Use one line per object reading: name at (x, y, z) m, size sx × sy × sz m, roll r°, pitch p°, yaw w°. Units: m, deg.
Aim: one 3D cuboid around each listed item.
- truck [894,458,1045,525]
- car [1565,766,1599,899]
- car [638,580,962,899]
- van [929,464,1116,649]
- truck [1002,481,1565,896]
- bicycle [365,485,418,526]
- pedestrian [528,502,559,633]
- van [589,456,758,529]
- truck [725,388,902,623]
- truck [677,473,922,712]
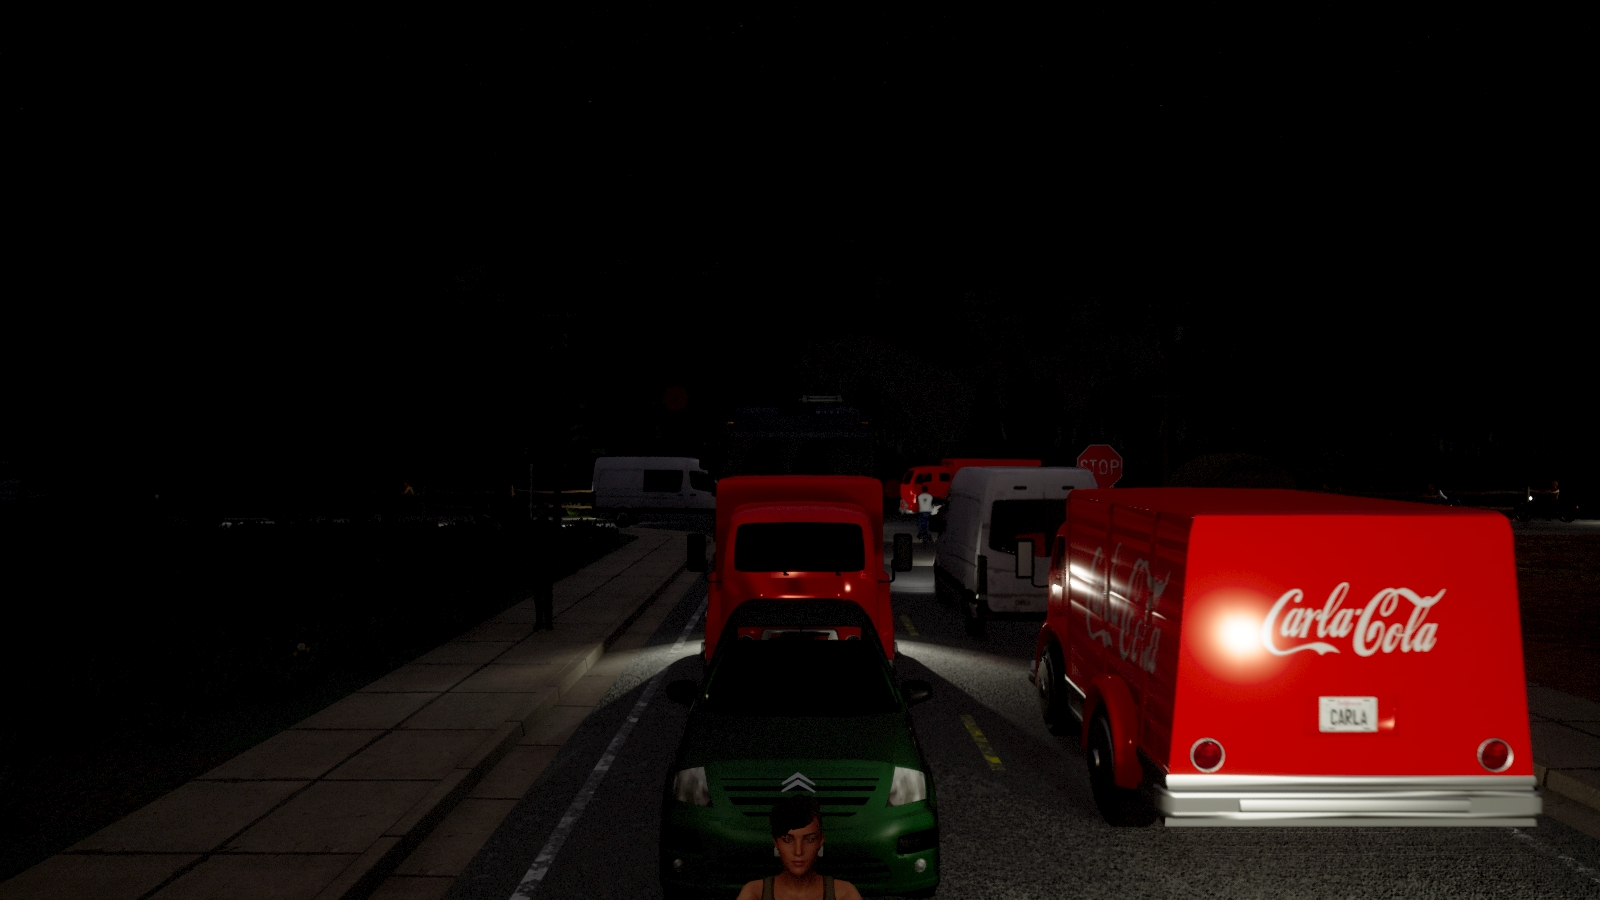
truck at (6.484, 1.565, 44.114) m, size 5.204 × 2.467 × 2.627 m, roll 0°, pitch 0°, yaw -9°
car at (3.531, 1.908, 1.433) m, size 2.097 × 1.767 × 4.553 m, roll 0°, pitch 0°, yaw 0°
car at (-0.002, 2.006, 8.512) m, size 1.851 × 1.617 × 3.988 m, roll 0°, pitch 0°, yaw 0°
van at (3.511, 1.547, 19.235) m, size 1.988 × 2.561 × 5.915 m, roll 0°, pitch 0°, yaw 0°
truck at (3.499, 1.575, 9.791) m, size 2.627 × 2.467 × 5.204 m, roll 0°, pitch 0°, yaw 0°
bicycle at (-15.091, 2.051, 42.196) m, size 1.835 × 1.471 × 0.329 m, roll 0°, pitch 0°, yaw 3°
pedestrian at (-3.745, 1.705, 16.680) m, size 0.375 × 1.860 × 0.375 m, roll 0°, pitch 0°, yaw -1°
van at (-4.551, 1.528, 41.697) m, size 5.915 × 2.561 × 1.988 m, roll 0°, pitch 0°, yaw 3°
truck at (0.198, 0.905, 22.882) m, size 2.891 × 3.827 × 8.468 m, roll 0°, pitch 0°, yaw 0°
truck at (-0.012, 1.578, 14.852) m, size 2.627 × 2.467 × 5.204 m, roll 0°, pitch 0°, yaw 0°
